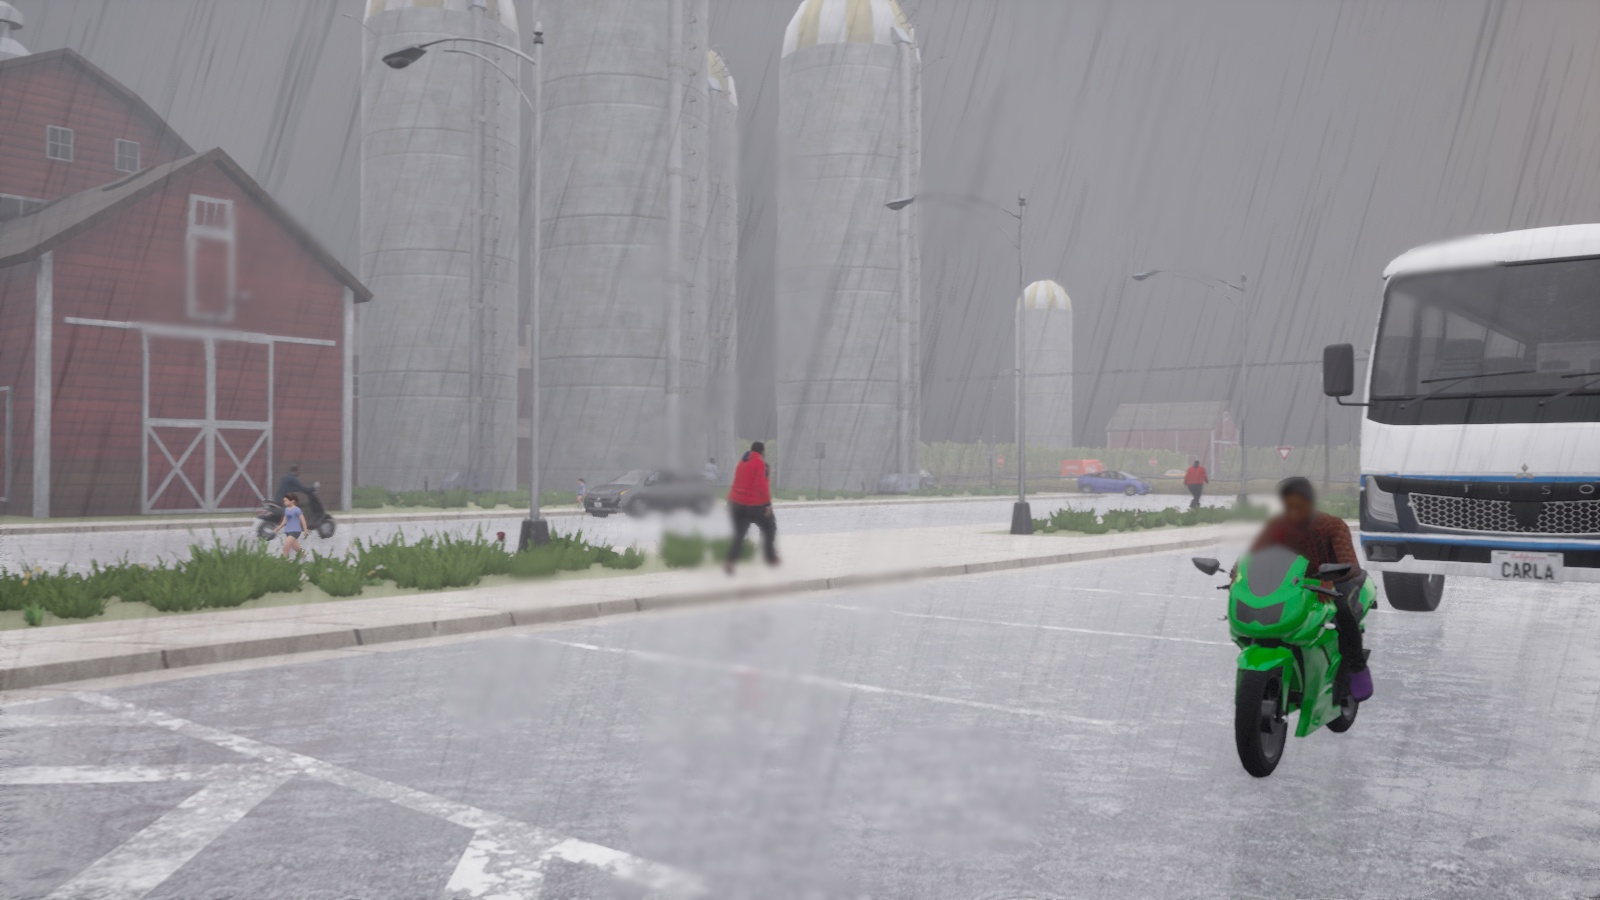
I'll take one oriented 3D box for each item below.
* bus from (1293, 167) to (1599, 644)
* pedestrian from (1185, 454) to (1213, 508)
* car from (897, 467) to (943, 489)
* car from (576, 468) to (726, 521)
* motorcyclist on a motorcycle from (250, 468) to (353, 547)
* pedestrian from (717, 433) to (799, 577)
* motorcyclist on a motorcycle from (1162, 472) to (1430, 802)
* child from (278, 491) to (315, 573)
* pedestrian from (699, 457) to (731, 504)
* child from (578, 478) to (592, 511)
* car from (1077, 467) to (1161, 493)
[{"bbox_3d":[9.820,-0.366,15.627,3.944,4.253,10.273,-1,-1,39],"label":"bus"},{"bbox_3d":[13.578,1.050,42.722,0.634,1.844,0.899,-1,-1,38],"label":"pedestrian"},{"bbox_3d":[9.260,2.118,96.285,2.033,1.649,4.856,-1,-1,24],"label":"car"},{"bbox_3d":[-4.574,1.340,39.032,2.007,1.525,4.514,-1,-1,39],"label":"car"},{"bbox_3d":[-10.387,1.177,26.212,0.866,1.590,1.817,-1,-1,39],"label":"motorcyclist on a motorcycle"},{"bbox_3d":[-0.554,0.709,16.653,0.634,1.844,0.899,-1,-1,40],"label":"pedestrian"},{"bbox_3d":[2.781,0.886,6.891,0.797,1.523,2.044,-1,-1,38],"label":"motorcyclist on a motorcycle"},{"bbox_3d":[-6.941,1.119,17.307,0.255,1.110,0.394,-1,-1,40],"label":"child"},{"bbox_3d":[-3.349,1.190,49.312,0.874,1.855,0.900,-1,-1,42],"label":"pedestrian"},{"bbox_3d":[-7.198,1.481,42.105,0.394,1.110,0.255,0,-1,-31],"label":"child"},{"bbox_3d":[19.302,1.811,76.085,4.514,1.525,2.007,-1,-1,40],"label":"car"}]
